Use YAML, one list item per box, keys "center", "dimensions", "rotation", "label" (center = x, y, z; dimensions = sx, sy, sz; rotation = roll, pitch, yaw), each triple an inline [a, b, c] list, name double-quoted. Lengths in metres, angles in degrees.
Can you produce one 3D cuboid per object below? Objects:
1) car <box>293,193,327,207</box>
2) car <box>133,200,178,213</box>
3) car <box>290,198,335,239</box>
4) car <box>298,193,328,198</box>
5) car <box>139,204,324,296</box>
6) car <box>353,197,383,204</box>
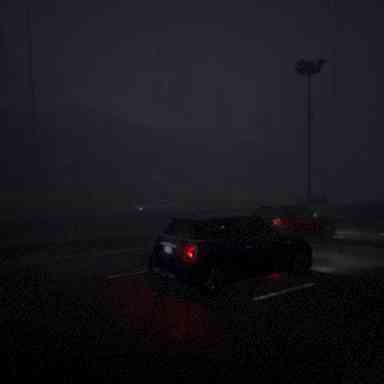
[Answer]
- center: [18.196, 1.182, 51.291]
  dimensions: [5.566, 2.045, 2.150]
  rotation: [0, 0, -35]
  label: "car"
- center: [-3.362, 1.512, 31.682]
  dimensions: [4.674, 1.442, 1.812]
  rotation: [0, 0, -35]
  label: "car"
- center: [4.748, 1.341, 15.727]
  dimensions: [4.553, 1.767, 2.097]
  rotation: [0, 0, -35]
  label: "car"
- center: [14.152, 1.195, 39.849]
  dimensions: [5.566, 2.045, 2.150]
  rotation: [0, 0, -35]
  label: "car"
- center: [1.185, 1.347, 8.887]
  dimensions: [4.553, 1.767, 2.097]
  rotation: [0, 0, -36]
  label: "car"
- center: [21.739, 1.513, 40.959]
  dimensions: [5.357, 1.411, 2.033]
  rotation: [0, 0, -35]
  label: "car"
